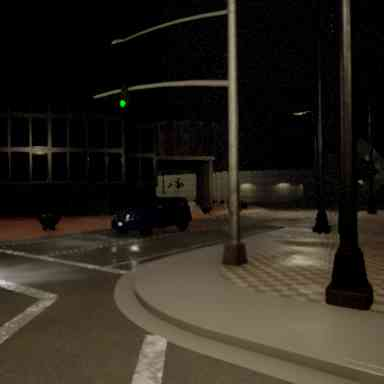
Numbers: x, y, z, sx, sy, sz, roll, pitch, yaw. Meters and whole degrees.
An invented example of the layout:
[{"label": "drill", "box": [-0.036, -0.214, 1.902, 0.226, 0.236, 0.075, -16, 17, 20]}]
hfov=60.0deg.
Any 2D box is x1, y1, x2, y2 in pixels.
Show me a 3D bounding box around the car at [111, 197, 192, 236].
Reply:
[{"label": "car", "box": [-2.240, 1.366, 20.077, 2.150, 2.045, 5.566, -1, 0, 36]}]
